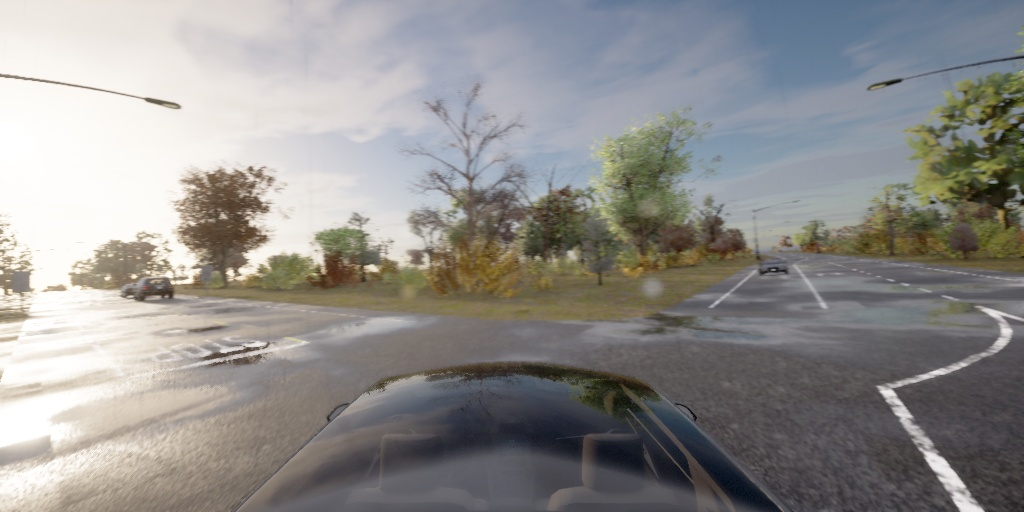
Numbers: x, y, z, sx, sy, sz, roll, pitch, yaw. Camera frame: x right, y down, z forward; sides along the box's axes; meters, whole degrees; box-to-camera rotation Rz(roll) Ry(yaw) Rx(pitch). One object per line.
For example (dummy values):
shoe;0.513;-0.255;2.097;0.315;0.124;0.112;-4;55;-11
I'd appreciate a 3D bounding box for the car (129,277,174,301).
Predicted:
car;-32.968;2.992;32.983;5.566;2.045;2.150;-3;-1;37

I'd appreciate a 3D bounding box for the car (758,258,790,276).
car;22.081;0.903;30.317;1.994;1.385;4.181;-6;-2;37

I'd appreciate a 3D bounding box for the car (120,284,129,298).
car;-41.624;3.763;39.595;5.008;1.535;1.882;-3;-1;37
